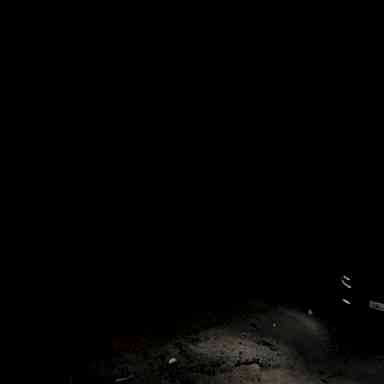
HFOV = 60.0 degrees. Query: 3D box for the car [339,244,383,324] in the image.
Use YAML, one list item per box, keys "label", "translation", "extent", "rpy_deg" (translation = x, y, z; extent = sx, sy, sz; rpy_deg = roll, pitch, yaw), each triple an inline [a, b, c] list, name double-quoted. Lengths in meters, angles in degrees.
- label: "car"
  translation: [4.879, 1.472, 6.538]
  extent: [5.008, 1.535, 1.882]
  rpy_deg: [0, 0, -35]
